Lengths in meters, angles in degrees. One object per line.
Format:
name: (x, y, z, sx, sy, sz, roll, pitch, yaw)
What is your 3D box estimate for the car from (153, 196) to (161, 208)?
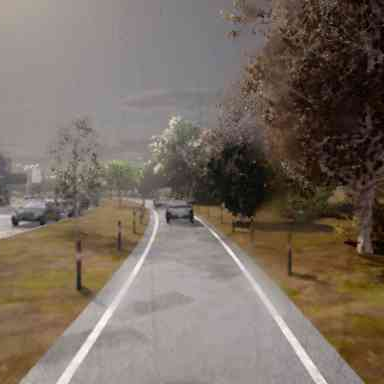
car: (-3.715, 1.147, 40.946, 1.994, 1.385, 4.181, -1, 1, -11)

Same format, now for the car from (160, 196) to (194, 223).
car: (-0.975, 1.268, 23.506, 2.128, 1.511, 4.902, 0, 1, -6)

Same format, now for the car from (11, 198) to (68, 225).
car: (-9.879, 1.287, 21.532, 2.002, 1.452, 4.674, 0, -1, -5)

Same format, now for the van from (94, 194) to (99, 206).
van: (-13.174, 0.840, 43.518, 1.878, 1.987, 4.442, 1, -1, -15)

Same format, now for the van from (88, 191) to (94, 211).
van: (-11.120, 0.921, 32.523, 1.878, 1.987, 4.442, 1, -1, -10)

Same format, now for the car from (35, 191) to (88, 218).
car: (-10.406, 0.946, 27.067, 2.435, 2.045, 5.566, 1, -1, -9)
